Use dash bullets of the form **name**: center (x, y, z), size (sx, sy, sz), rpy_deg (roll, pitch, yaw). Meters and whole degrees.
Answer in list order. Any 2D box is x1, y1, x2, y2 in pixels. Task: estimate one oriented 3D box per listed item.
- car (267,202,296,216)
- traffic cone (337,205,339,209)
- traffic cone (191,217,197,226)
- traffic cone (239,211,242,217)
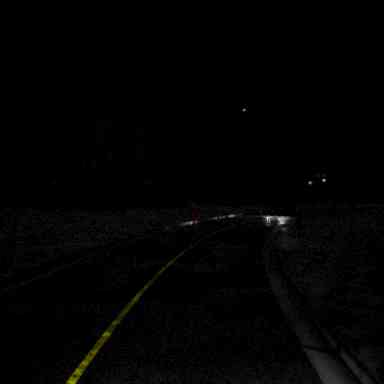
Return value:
- **car**: center (9.879, 1.811, 36.416), size (1.812, 1.442, 4.674), rpy_deg (0, -1, 37)
- **traffic cone**: center (22.889, 2.340, 52.029), size (0.340, 0.580, 0.340), rpy_deg (0, 0, -34)
- **traffic cone**: center (0.156, 2.127, 24.021), size (0.340, 0.580, 0.340), rpy_deg (0, 0, 22)
- **traffic cone**: center (4.859, 2.201, 33.354), size (0.340, 0.580, 0.340), rpy_deg (0, 0, 32)
